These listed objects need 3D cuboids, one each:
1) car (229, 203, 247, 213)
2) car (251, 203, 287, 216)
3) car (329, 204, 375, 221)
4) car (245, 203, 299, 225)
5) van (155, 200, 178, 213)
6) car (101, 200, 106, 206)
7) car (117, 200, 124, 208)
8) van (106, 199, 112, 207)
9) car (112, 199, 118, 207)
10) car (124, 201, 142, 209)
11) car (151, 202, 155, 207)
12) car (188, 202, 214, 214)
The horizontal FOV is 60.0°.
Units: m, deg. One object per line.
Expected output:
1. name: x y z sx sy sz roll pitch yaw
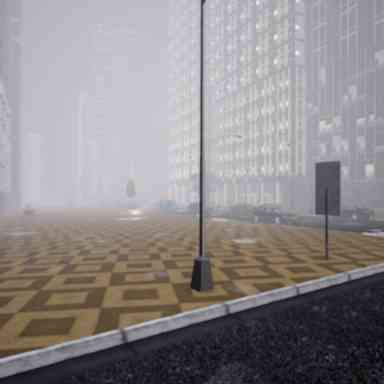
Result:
1. car: 6.699 2.106 44.981 1.947 1.339 4.313 -1 -1 -26
2. car: 9.136 2.007 39.913 1.947 1.339 4.313 -1 -1 -26
3. car: 14.011 1.797 29.775 2.008 1.369 4.403 -1 -1 -26
4. car: 6.459 1.773 26.143 2.008 1.369 4.403 -1 -1 -26
5. van: -3.296 1.958 46.421 1.690 1.788 3.998 -1 -1 -26
6. car: -22.792 2.991 86.965 1.887 1.381 4.507 -1 -1 -26
7. car: -12.969 2.547 66.540 1.752 1.417 4.829 -1 -1 -26
8. van: -17.921 2.576 76.831 1.690 1.788 3.998 -1 -1 -26
9. car: -15.480 2.675 71.761 1.887 1.381 4.507 -1 -1 -26
10. car: -10.604 2.472 61.623 2.008 1.369 4.403 -1 -1 -26
11. car: -7.927 2.736 75.392 1.802 1.307 4.206 -1 -1 -26
12. car: 1.112 2.017 43.284 1.882 1.535 5.008 0 -1 -26
